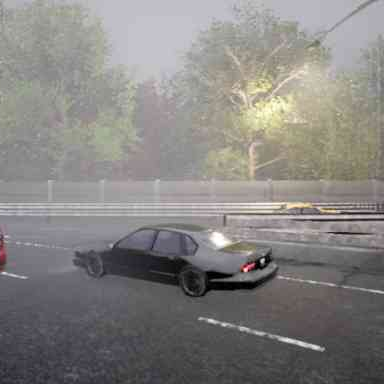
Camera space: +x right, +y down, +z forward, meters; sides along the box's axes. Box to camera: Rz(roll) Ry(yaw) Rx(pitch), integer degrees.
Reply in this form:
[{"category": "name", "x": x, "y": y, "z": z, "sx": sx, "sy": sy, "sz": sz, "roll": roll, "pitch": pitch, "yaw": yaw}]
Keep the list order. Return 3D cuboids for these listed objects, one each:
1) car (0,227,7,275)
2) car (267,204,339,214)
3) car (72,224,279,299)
[{"category": "car", "x": -6.885, "y": 1.210, "z": 8.062, "sx": 5.566, "sy": 2.045, "sz": 2.150, "roll": 0, "pitch": 0, "yaw": 30}, {"category": "car", "x": 5.413, "y": 1.443, "z": 18.029, "sx": 5.008, "sy": 1.535, "sz": 1.882, "roll": -2, "pitch": 0, "yaw": -2}, {"category": "car", "x": -0.628, "y": 1.524, "z": 8.381, "sx": 5.357, "sy": 1.411, "sz": 2.033, "roll": 0, "pitch": 0, "yaw": 32}]
